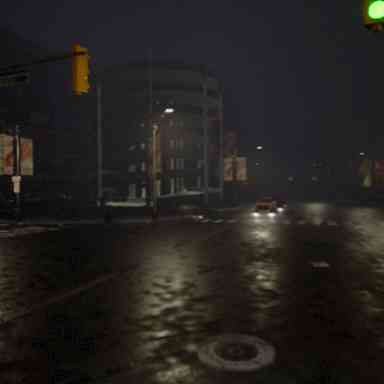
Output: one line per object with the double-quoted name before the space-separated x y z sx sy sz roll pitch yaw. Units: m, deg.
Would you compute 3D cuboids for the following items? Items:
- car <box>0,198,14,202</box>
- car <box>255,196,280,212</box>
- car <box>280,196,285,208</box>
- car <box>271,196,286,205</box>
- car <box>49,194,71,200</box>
"car" -28.465 1.664 49.924 4.674 1.452 2.002 -1 0 20
"car" 8.280 1.398 37.050 1.882 1.535 5.008 -1 0 20
"car" 11.581 1.391 45.913 1.837 1.490 4.892 -1 0 21
"car" 14.522 1.404 56.105 2.033 1.411 5.357 -1 0 10
"car" -31.370 1.417 78.659 5.566 2.045 2.435 -1 0 20
